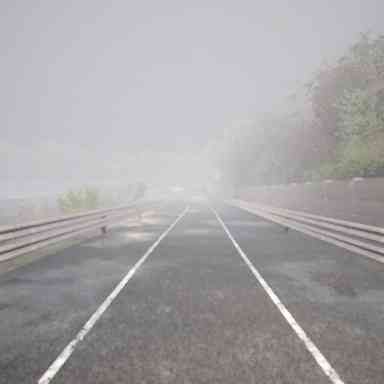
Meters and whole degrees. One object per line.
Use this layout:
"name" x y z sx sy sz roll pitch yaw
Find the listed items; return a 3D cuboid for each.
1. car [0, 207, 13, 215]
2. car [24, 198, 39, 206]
"car" -36.120 3.649 63.161 1.812 1.442 4.674 1 4 16
"car" -38.317 2.338 80.311 2.097 1.767 4.553 1 4 17
